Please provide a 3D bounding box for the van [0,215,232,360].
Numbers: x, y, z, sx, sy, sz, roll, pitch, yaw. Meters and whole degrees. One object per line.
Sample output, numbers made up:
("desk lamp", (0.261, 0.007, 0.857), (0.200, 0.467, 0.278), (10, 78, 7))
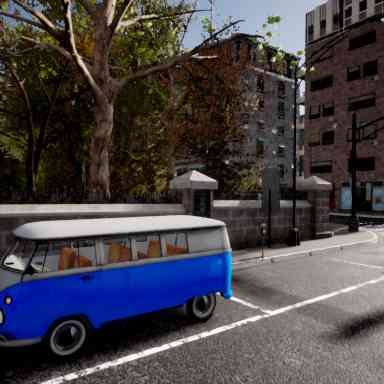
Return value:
("van", (-1.155, 1.342, 5.677), (3.998, 1.788, 1.690), (0, 1, -36))
